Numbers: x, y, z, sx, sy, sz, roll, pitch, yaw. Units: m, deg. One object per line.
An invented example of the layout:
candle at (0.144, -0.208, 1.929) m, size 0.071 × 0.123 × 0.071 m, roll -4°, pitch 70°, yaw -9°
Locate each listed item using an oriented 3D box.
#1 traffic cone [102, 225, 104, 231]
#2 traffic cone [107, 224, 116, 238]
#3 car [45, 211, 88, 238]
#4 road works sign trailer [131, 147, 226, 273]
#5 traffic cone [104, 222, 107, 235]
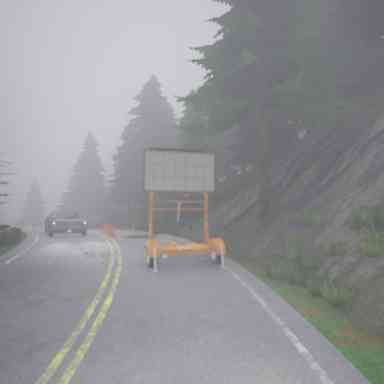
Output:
traffic cone at (-5.294, 2.220, 20.653) m, size 0.340 × 0.580 × 0.340 m, roll 2°, pitch -4°, yaw -19°
traffic cone at (-4.007, 2.027, 16.867) m, size 0.340 × 0.580 × 0.340 m, roll 2°, pitch -3°, yaw -19°
car at (-7.000, 1.717, 18.377) m, size 1.895 × 1.301 × 4.718 m, roll 2°, pitch -4°, yaw -27°
road works sign trailer at (-0.444, 0.421, 10.676) m, size 2.380 × 3.560 × 2.880 m, roll 1°, pitch -1°, yaw -18°
traffic cone at (-4.650, 2.113, 18.761) m, size 0.340 × 0.580 × 0.340 m, roll 2°, pitch -3°, yaw -19°
